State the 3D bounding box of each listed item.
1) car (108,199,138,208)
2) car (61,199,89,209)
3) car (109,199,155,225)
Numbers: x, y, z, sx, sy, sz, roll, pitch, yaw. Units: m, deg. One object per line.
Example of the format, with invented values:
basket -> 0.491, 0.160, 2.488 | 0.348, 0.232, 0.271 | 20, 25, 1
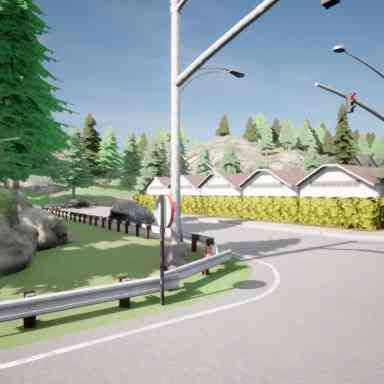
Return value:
car -> -11.010, 1.777, 53.305 | 1.895, 1.301, 4.718 | 0, 0, 33
car -> -16.762, 1.726, 48.064 | 2.033, 1.411, 5.357 | 0, 0, 9
car -> -4.605, 1.544, 25.204 | 2.097, 1.767, 4.553 | 0, 0, -35
